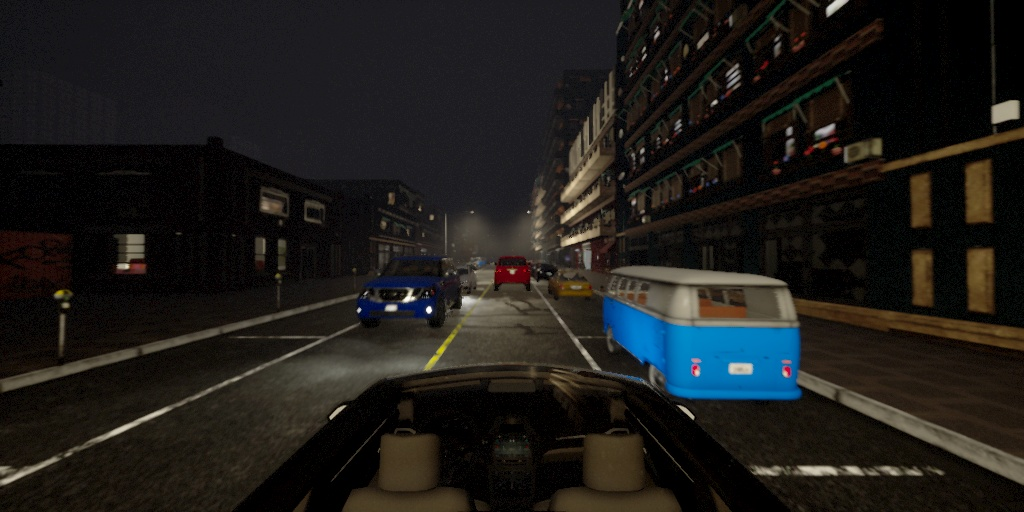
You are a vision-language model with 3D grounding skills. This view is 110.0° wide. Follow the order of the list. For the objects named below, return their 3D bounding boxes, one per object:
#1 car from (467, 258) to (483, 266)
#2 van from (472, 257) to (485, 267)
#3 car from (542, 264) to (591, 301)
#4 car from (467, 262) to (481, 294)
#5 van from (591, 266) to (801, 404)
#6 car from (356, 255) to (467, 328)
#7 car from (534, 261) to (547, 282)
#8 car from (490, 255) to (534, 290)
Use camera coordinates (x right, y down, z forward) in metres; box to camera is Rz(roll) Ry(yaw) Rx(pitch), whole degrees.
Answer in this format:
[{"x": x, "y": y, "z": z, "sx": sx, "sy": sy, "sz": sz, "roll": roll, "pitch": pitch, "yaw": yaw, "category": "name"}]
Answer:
[{"x": -5.681, "y": 1.317, "z": 50.689, "sx": 1.948, "sy": 1.339, "sz": 4.313, "roll": 0, "pitch": 0, "yaw": 0, "category": "car"}, {"x": -5.680, "y": 1.089, "z": 56.270, "sx": 1.690, "sy": 1.789, "sz": 3.998, "roll": 0, "pitch": 0, "yaw": 0, "category": "van"}, {"x": 2.694, "y": 1.282, "z": 17.413, "sx": 1.751, "sy": 1.417, "sz": 4.829, "roll": 0, "pitch": 0, "yaw": 0, "category": "car"}, {"x": -3.025, "y": 1.283, "z": 20.247, "sx": 1.812, "sy": 1.442, "sz": 4.674, "roll": 0, "pitch": 0, "yaw": 0, "category": "car"}, {"x": 2.692, "y": 1.093, "z": 6.082, "sx": 1.690, "sy": 1.789, "sz": 3.998, "roll": 0, "pitch": 0, "yaw": 0, "category": "van"}, {"x": -3.023, "y": 0.981, "z": 11.816, "sx": 2.150, "sy": 2.045, "sz": 5.566, "roll": 0, "pitch": 0, "yaw": 0, "category": "car"}, {"x": 2.696, "y": 1.323, "z": 28.406, "sx": 1.948, "sy": 1.339, "sz": 4.313, "roll": 0, "pitch": 0, "yaw": 0, "category": "car"}, {"x": 0.041, "y": 0.981, "z": 22.534, "sx": 2.150, "sy": 2.045, "sz": 5.566, "roll": 0, "pitch": 0, "yaw": 1, "category": "car"}]
